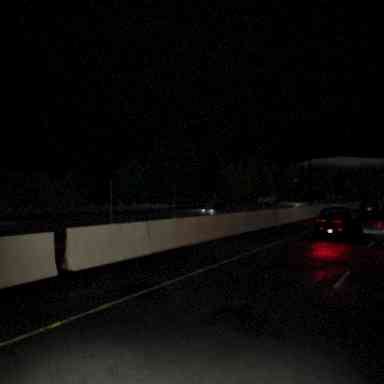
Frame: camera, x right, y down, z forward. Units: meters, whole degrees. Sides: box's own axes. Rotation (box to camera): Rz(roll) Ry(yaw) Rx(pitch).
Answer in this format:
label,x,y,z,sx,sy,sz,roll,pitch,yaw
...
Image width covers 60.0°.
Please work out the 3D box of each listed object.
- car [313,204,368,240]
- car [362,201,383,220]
label,x,y,z,sx,sy,sz,roll,pitch,yaw
car,7.727,1.551,17.367,1.837,1.490,4.892,0,0,34
car,16.837,1.600,31.123,2.097,1.767,4.553,0,0,34
